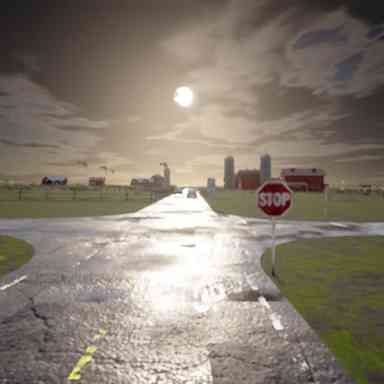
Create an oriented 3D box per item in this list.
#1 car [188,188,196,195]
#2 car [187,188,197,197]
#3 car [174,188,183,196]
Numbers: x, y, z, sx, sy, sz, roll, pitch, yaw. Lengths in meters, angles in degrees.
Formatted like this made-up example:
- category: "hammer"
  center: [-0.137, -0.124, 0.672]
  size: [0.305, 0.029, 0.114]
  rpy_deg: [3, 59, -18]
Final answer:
- category: "car"
  center: [-0.007, -0.103, 74.207]
  size: [1.882, 1.535, 5.008]
  rpy_deg: [0, 1, 0]
- category: "car"
  center: [-0.005, 0.289, 63.791]
  size: [2.033, 1.411, 5.357]
  rpy_deg: [0, 1, 0]
- category: "car"
  center: [-2.757, -0.132, 69.203]
  size: [1.837, 1.490, 4.892]
  rpy_deg: [0, 1, 0]
